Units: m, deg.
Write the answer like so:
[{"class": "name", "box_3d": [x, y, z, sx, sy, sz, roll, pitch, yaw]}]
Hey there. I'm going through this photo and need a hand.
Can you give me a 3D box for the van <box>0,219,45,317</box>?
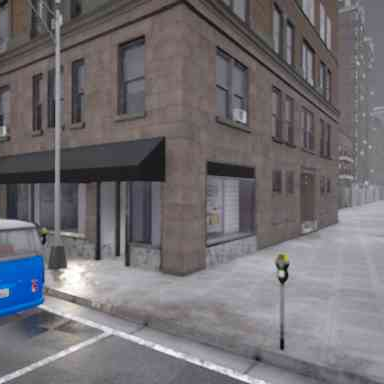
[{"class": "van", "box_3d": [-4.470, 1.343, 6.200, 3.998, 1.788, 1.690, 0, 0, 35]}]
